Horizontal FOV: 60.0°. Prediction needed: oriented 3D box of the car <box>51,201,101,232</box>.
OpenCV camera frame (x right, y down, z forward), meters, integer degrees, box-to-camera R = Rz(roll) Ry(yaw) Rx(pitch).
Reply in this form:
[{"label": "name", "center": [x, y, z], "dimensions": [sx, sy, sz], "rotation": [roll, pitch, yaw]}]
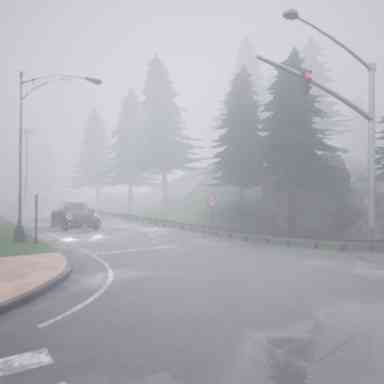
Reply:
[{"label": "car", "center": [-7.352, 1.409, 20.888], "dimensions": [2.097, 1.767, 4.553], "rotation": [1, -1, -34]}]
